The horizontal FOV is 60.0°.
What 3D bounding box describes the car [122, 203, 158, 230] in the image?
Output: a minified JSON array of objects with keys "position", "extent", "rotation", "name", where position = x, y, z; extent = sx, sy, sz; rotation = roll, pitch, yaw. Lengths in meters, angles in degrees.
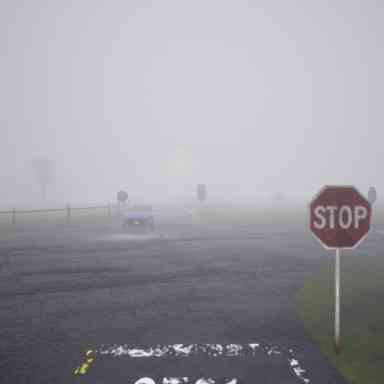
[{"position":[-3.285,1.499,21.639],"extent":[1.882,1.535,5.008],"rotation":[0,0,-3],"name":"car"}]
